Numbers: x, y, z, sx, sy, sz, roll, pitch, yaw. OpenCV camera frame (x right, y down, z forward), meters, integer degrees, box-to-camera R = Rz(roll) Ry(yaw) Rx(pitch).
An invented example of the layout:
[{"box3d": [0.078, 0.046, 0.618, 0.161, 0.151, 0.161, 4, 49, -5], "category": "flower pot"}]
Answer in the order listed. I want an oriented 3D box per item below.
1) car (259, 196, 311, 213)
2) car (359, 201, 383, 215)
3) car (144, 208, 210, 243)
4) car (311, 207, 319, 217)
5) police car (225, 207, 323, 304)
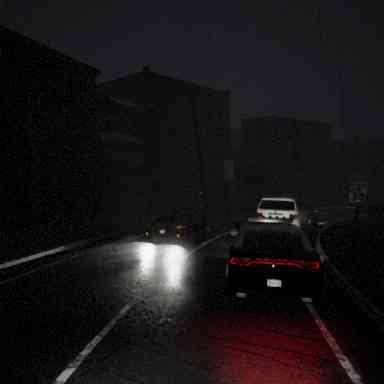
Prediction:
[{"box3d": [4.778, 1.253, 17.416, 2.150, 2.045, 5.566, 2, 0, 23], "category": "car"}, {"box3d": [21.297, 1.839, 39.016, 5.008, 1.535, 1.882, 2, 3, -33], "category": "car"}, {"box3d": [-0.574, 1.467, 15.785, 1.994, 1.385, 4.181, 1, 1, 20], "category": "car"}, {"box3d": [7.275, 1.575, 22.495, 1.837, 1.490, 4.892, 3, 1, 30], "category": "car"}, {"box3d": [1.983, 1.426, 8.466, 1.930, 1.638, 5.238, 1, 0, 11], "category": "police car"}]
